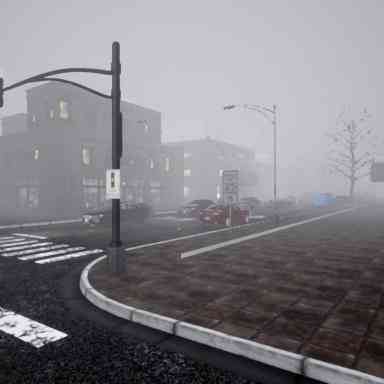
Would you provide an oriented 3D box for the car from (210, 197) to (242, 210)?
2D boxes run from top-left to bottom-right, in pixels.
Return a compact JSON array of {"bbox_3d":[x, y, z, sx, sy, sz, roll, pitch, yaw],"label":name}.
[{"bbox_3d":[4.016,1.333,38.862,1.947,1.339,4.313,0,1,35],"label":"car"}]

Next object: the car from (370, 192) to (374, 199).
[{"bbox_3d":[39.158,0.973,75.040,1.887,1.381,4.507,0,1,35],"label":"car"}]

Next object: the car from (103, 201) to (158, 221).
[{"bbox_3d":[-4.723,1.452,26.195,1.802,1.307,4.206,0,1,35],"label":"car"}]

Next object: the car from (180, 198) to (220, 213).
[{"bbox_3d":[0.878,1.355,34.314,2.008,1.369,4.403,0,1,35],"label":"car"}]

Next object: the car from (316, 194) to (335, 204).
[{"bbox_3d":[22.147,1.079,54.971,1.882,1.535,5.008,0,0,34],"label":"car"}]

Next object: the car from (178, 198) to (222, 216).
[{"bbox_3d":[0.701,1.353,29.499,1.812,1.442,4.674,0,0,35],"label":"car"}]

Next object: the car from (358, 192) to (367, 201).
[{"bbox_3d":[32.882,0.939,65.942,1.967,1.590,4.097,0,1,35],"label":"car"}]

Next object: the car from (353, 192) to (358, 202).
[{"bbox_3d":[26.605,1.116,56.846,1.887,1.381,4.507,0,1,35],"label":"car"}]

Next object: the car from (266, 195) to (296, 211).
[{"bbox_3d":[9.947,1.345,37.273,1.895,1.301,4.718,0,0,35],"label":"car"}]

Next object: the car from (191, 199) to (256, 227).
[{"bbox_3d":[2.175,1.403,21.436,1.887,1.381,4.507,0,1,35],"label":"car"}]

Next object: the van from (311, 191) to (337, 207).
[{"bbox_3d":[17.191,1.021,43.198,1.690,1.788,3.998,0,1,35],"label":"van"}]

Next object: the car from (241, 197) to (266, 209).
[{"bbox_3d":[6.264,1.287,37.557,1.812,1.442,4.674,0,1,35],"label":"car"}]

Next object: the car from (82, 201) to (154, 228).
[{"bbox_3d":[-4.801,1.384,21.531,2.128,1.511,4.902,0,0,35],"label":"car"}]

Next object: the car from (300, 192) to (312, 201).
[{"bbox_3d":[22.845,0.862,66.152,2.192,1.841,5.009,0,1,35],"label":"car"}]

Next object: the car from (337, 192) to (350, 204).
[{"bbox_3d":[23.467,1.173,52.297,1.947,1.339,4.313,0,1,35],"label":"car"}]

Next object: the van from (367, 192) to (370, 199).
[{"bbox_3d":[36.020,0.805,70.490,1.690,1.788,3.998,0,1,35],"label":"van"}]
